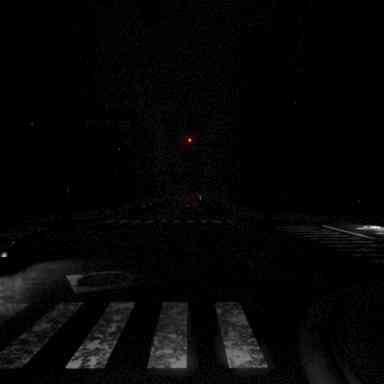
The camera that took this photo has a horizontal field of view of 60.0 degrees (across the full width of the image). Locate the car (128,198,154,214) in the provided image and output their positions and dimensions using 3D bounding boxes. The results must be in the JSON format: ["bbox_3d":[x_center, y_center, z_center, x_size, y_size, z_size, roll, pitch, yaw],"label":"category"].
[{"bbox_3d":[-5.668,1.480,36.068,1.967,1.590,4.097,0,0,0],"label":"car"}]

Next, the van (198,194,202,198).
[{"bbox_3d":[2.397,1.424,58.097,1.690,1.788,3.998,0,0,0],"label":"van"}]

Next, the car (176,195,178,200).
[{"bbox_3d":[-5.567,1.721,91.176,1.887,1.381,4.507,0,0,0],"label":"car"}]

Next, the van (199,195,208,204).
[{"bbox_3d":[2.417,1.453,69.118,1.690,1.788,3.998,0,0,0],"label":"van"}]

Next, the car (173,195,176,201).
[{"bbox_3d":[-5.588,1.694,80.154,2.008,1.369,4.403,0,0,0],"label":"car"}]

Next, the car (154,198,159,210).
[{"bbox_3d":[-5.658,1.489,41.579,1.967,1.590,4.097,0,0,0],"label":"car"}]

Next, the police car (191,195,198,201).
[{"bbox_3d":[0.644,1.598,90.134,1.930,1.638,5.238,0,0,0],"label":"police car"}]

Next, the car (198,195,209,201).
[{"bbox_3d":[2.387,1.637,52.586,1.947,1.339,4.313,0,0,0],"label":"car"}]

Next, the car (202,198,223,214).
[{"bbox_3d":[2.357,1.606,36.053,1.947,1.339,4.313,0,0,0],"label":"car"}]

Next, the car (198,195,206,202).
[{"bbox_3d":[2.448,1.600,85.650,1.967,1.590,4.097,0,0,0],"label":"car"}]

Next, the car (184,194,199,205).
[{"bbox_3d":[-0.131,1.574,63.308,1.882,1.535,5.008,0,0,0],"label":"car"}]

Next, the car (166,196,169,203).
[{"bbox_3d":[-5.628,1.634,58.111,2.008,1.369,4.403,0,0,0],"label":"car"}]

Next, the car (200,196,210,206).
[{"bbox_3d":[2.377,1.641,47.075,1.802,1.307,4.206,0,0,0],"label":"car"}]

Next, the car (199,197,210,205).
[{"bbox_3d":[2.407,1.647,63.607,2.008,1.369,4.403,0,0,0],"label":"car"}]

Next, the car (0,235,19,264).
[{"bbox_3d":[-7.620,1.540,9.988,4.674,1.442,1.812,0,-1,12],"label":"car"}]

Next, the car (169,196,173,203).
[{"bbox_3d":[-5.608,1.552,69.133,1.967,1.590,4.097,0,0,0],"label":"car"}]

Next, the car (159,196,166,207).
[{"bbox_3d":[-5.638,1.653,52.600,1.802,1.307,4.206,0,0,0],"label":"car"}]
